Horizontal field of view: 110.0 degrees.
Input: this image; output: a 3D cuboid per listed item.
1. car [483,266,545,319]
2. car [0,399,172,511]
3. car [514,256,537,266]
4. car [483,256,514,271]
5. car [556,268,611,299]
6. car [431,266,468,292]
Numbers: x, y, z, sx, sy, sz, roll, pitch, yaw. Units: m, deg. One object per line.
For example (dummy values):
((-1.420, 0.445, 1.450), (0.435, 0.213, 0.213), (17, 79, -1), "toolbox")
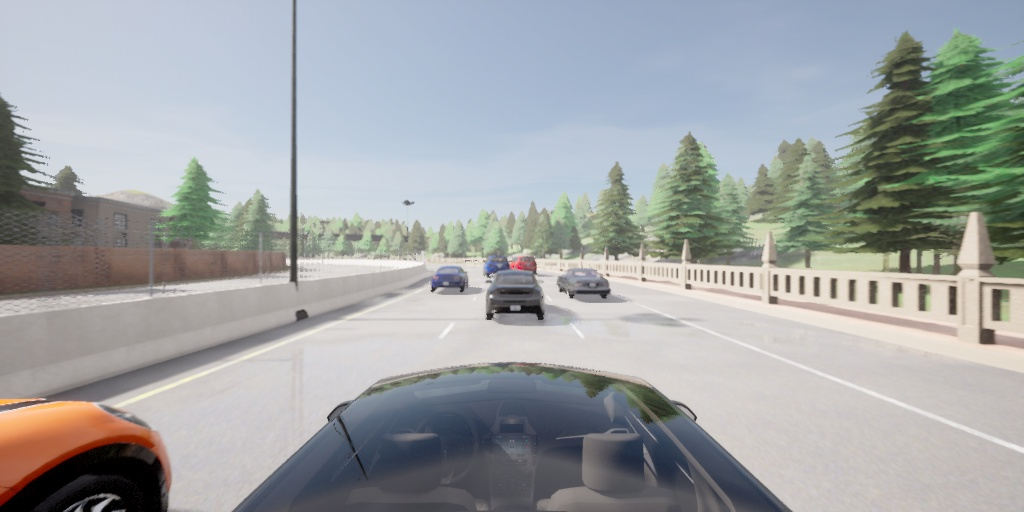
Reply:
((0.096, 1.267, 12.843), (1.837, 1.490, 4.892), (0, 0, 0), "car")
((-3.401, 1.099, 0.559), (2.097, 1.767, 4.553), (0, 0, 0), "car")
((1.117, 1.013, 39.054), (2.150, 2.045, 5.566), (0, 0, -12), "car")
((-1.526, 1.008, 34.334), (2.150, 2.045, 5.566), (0, 0, -9), "car")
((3.515, 1.317, 18.362), (2.033, 1.411, 5.357), (0, 0, -2), "car")
((-3.633, 1.297, 21.312), (1.812, 1.442, 4.674), (0, 0, -3), "car")
